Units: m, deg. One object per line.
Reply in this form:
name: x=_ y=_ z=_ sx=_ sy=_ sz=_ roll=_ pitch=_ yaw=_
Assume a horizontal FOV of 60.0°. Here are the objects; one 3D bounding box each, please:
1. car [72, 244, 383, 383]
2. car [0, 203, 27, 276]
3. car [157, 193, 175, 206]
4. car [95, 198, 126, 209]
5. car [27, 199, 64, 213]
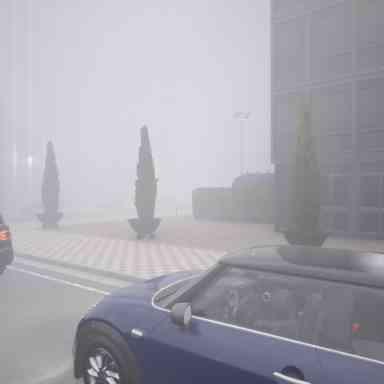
car: x=0.827 y=1.352 z=3.404 sx=4.553 sy=1.767 sz=2.097 roll=0 pitch=0 yaw=36
car: x=-7.034 y=1.222 z=8.996 sx=5.566 sy=2.045 sz=2.150 roll=0 pitch=0 yaw=36
car: x=-4.982 y=1.221 z=54.013 sx=2.150 sy=2.045 sz=5.566 roll=0 pitch=0 yaw=35
car: x=-11.073 y=1.564 z=45.336 sx=1.994 sy=1.385 sz=4.181 roll=0 pitch=0 yaw=35
car: x=-16.776 y=1.491 z=37.202 sx=2.128 sy=1.511 sz=4.902 roll=0 pitch=0 yaw=35
